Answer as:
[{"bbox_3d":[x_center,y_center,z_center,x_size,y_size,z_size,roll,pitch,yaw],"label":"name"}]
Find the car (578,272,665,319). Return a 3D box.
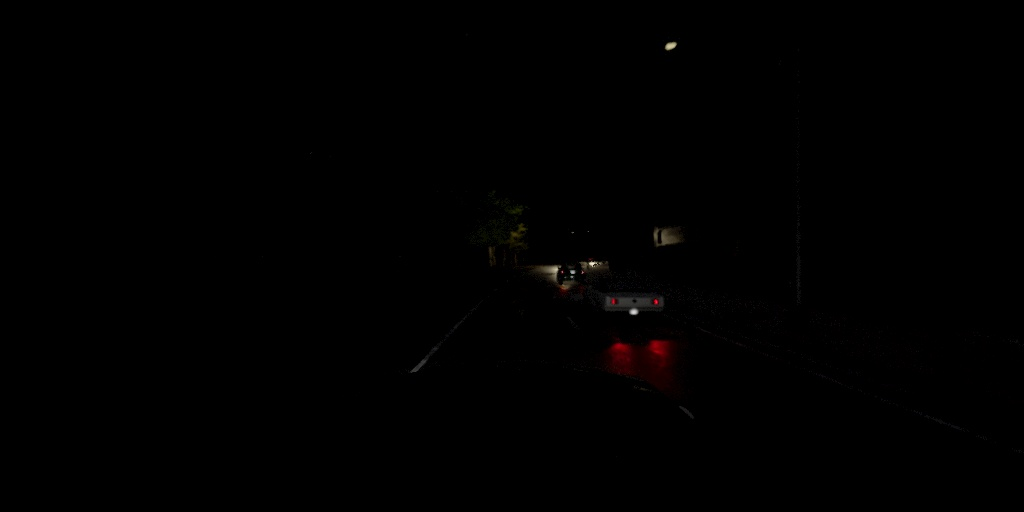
[{"bbox_3d":[3.846,1.456,13.295,1.895,1.301,4.718,0,0,2],"label":"car"}]

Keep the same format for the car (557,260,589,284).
[{"bbox_3d":[4.857,1.318,29.744,2.097,1.767,4.553,0,0,5],"label":"car"}]
